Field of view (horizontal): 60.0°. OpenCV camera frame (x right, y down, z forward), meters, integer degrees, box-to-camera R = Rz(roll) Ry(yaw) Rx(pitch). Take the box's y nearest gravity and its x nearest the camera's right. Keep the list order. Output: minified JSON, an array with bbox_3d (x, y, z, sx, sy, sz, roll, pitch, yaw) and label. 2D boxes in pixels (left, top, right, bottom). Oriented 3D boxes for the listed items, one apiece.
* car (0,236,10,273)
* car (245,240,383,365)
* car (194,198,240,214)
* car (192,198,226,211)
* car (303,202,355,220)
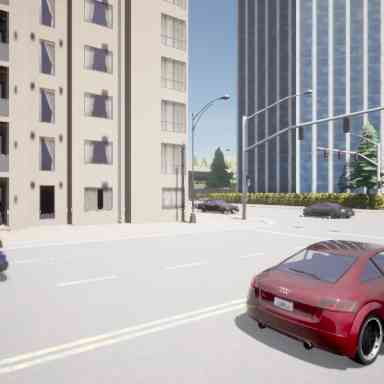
[{"bbox_3d":[-6.869,1.352,7.682,4.553,1.767,2.097,0,0,-35],"label":"car"},{"bbox_3d":[2.947,1.564,5.881,4.181,1.385,1.994,0,0,-35],"label":"car"},{"bbox_3d":[2.695,1.547,35.638,2.033,1.411,5.357,0,0,-35],"label":"car"},{"bbox_3d":[2.093,1.526,42.674,1.812,1.442,4.674,0,0,-35],"label":"car"},{"bbox_3d":[11.746,1.564,28.749,1.994,1.385,4.181,0,0,-35],"label":"car"}]
